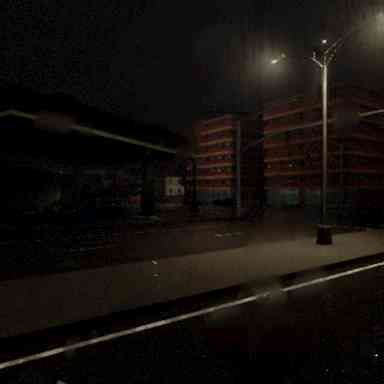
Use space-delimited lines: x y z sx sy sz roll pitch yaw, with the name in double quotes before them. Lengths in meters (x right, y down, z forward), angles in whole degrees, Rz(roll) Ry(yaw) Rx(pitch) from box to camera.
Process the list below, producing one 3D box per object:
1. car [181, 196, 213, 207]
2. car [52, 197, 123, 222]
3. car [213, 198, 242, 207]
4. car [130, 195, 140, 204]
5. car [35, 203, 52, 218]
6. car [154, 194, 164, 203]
"car" 0.285 1.372 47.990 2.128 1.511 4.902 0 0 -37
"car" -7.479 1.250 24.614 4.611 1.667 2.242 0 0 -35
"car" 4.925 1.473 47.841 1.895 1.301 4.718 0 0 -36
"car" -9.669 1.345 61.458 1.882 1.535 5.008 0 0 -36
"car" -11.450 1.408 28.835 3.806 1.475 1.970 0 0 -35
"car" -7.381 1.206 64.469 2.097 1.767 4.553 0 0 -37
